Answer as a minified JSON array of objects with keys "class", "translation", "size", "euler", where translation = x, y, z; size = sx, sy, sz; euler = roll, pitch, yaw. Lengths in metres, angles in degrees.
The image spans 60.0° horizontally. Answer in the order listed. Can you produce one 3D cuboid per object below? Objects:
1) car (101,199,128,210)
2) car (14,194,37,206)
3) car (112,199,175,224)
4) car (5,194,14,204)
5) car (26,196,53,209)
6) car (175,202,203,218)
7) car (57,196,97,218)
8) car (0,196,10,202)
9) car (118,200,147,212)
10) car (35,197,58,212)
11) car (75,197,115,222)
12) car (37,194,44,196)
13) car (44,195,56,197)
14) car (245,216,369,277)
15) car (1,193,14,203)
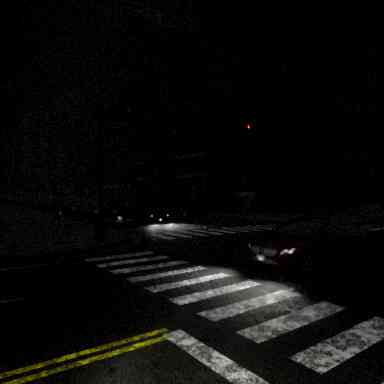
[{"class":"car","translation":[-10.279,1.579,43.806],"size":[1.947,1.339,4.313],"euler":[0,0,-35]},{"class":"car","translation":[-26.405,1.430,52.617],"size":[1.967,1.590,4.097],"euler":[0,0,-35]},{"class":"car","translation":[-3.788,1.541,25.200],"size":[2.033,1.411,5.357],"euler":[0,0,-37]},{"class":"car","translation":[-32.799,1.551,61.595],"size":[2.008,1.369,4.403],"euler":[0,0,-35]},{"class":"car","translation":[-20.012,1.534,43.639],"size":[2.008,1.369,4.403],"euler":[0,0,-35]},{"class":"car","translation":[-0.689,1.581,30.338],"size":[1.947,1.339,4.313],"euler":[0,0,-35]},{"class":"car","translation":[-10.422,1.421,30.173],"size":[1.967,1.590,4.097],"euler":[0,0,-35]},{"class":"car","translation":[-42.389,1.598,75.063],"size":[1.802,1.307,4.206],"euler":[0,0,-35]},{"class":"car","translation":[-7.083,1.594,39.317],"size":[1.802,1.307,4.206],"euler":[0,0,-35]},{"class":"car","translation":[-16.816,1.563,39.150],"size":[1.802,1.307,4.206],"euler":[0,0,-35]},{"class":"car","translation":[-7.226,1.423,25.684],"size":[1.967,1.590,4.097],"euler":[0,0,-35]},{"class":"car","translation":[-35.851,1.488,79.718],"size":[1.967,1.590,4.097],"euler":[0,0,-35]},{"class":"car","translation":[-29.458,1.478,70.739],"size":[1.967,1.590,4.097],"euler":[0,0,-35]},{"class":"car","translation":[3.750,1.522,10.388],"size":[4.674,1.442,1.812],"euler":[0,0,-36]},{"class":"car","translation":[-39.192,1.556,70.573],"size":[1.887,1.381,4.507],"euler":[0,0,-35]}]
